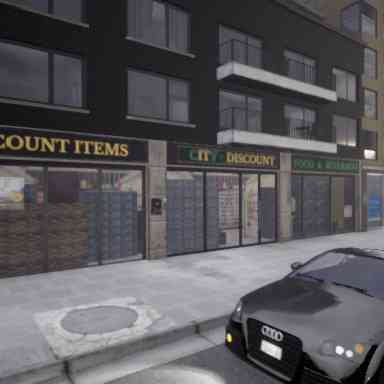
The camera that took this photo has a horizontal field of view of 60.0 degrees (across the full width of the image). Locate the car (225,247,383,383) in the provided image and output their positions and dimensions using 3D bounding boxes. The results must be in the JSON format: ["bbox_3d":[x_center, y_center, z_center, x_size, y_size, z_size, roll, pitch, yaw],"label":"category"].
[{"bbox_3d":[2.501,1.563,4.847,4.181,1.385,1.994,0,0,-35],"label":"car"}]
